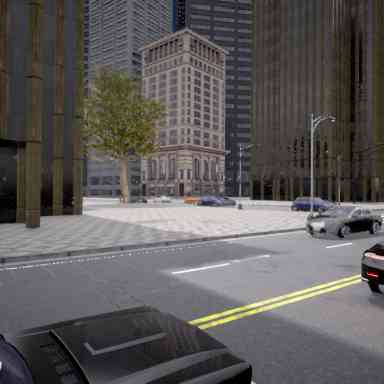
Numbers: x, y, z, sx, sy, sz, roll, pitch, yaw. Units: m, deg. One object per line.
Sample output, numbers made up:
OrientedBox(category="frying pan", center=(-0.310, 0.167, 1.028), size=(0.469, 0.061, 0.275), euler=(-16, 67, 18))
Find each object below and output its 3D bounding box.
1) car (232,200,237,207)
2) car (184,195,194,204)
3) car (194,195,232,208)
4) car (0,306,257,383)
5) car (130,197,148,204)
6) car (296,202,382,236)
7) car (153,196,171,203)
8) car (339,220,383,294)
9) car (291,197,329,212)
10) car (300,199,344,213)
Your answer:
OrientedBox(category="car", center=(4.588, 1.488, 50.393), size=(1.837, 1.490, 4.892), euler=(1, 0, -41))
OrientedBox(category="car", center=(0.541, 1.399, 64.915), size=(2.097, 1.767, 4.553), euler=(1, -1, -43))
OrientedBox(category="car", center=(2.991, 1.303, 47.257), size=(2.097, 1.767, 4.553), euler=(1, 0, -41))
OrientedBox(category="car", center=(-1.747, 1.601, 2.195), size=(4.718, 1.301, 1.895), euler=(0, 0, -36))
OrientedBox(category="car", center=(-10.034, 1.525, 61.840), size=(1.994, 1.385, 4.181), euler=(1, -1, -44))
OrientedBox(category="car", center=(7.960, 1.491, 17.278), size=(4.902, 1.511, 2.128), euler=(0, 0, -35))
OrientedBox(category="car", center=(-6.418, 1.570, 72.102), size=(1.812, 1.442, 4.674), euler=(1, -1, -45))
OrientedBox(category="car", center=(5.774, 1.492, 7.556), size=(4.902, 1.511, 2.128), euler=(0, 0, -35))
OrientedBox(category="car", center=(12.859, 1.305, 35.133), size=(2.097, 1.767, 4.553), euler=(1, 0, -37))
OrientedBox(category="car", center=(14.788, 1.549, 37.973), size=(1.994, 1.385, 4.181), euler=(1, 0, -38))
